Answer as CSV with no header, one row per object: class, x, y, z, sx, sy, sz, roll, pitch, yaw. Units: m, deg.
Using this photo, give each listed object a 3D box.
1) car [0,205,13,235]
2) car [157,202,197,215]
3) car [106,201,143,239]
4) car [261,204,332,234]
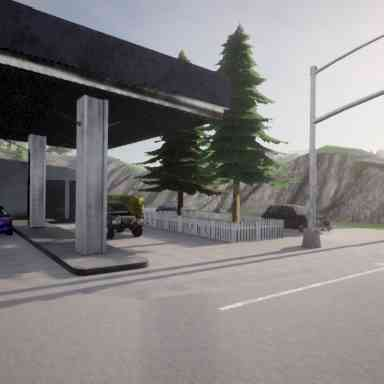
car,-11.442,1.524,18.627,2.242,1.667,4.611,1,0,-35
car,-1.635,1.731,33.697,2.033,1.411,5.357,1,0,-35
car,-4.313,1.448,18.354,1.905,1.878,3.866,1,0,-35
car,6.704,1.632,21.664,2.097,1.767,4.553,1,0,-35
